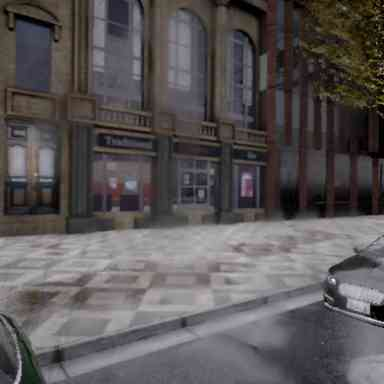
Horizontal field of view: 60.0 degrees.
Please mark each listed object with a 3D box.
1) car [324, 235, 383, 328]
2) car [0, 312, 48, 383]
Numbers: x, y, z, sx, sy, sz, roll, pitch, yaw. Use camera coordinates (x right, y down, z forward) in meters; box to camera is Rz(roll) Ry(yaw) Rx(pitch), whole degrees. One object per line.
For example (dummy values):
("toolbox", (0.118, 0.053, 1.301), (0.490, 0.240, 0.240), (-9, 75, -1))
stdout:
("car", (4.613, 1.547, 6.655), (4.902, 1.511, 2.128), (1, 0, -35))
("car", (-2.923, 1.339, 1.283), (4.553, 1.767, 2.097), (0, 0, -35))
